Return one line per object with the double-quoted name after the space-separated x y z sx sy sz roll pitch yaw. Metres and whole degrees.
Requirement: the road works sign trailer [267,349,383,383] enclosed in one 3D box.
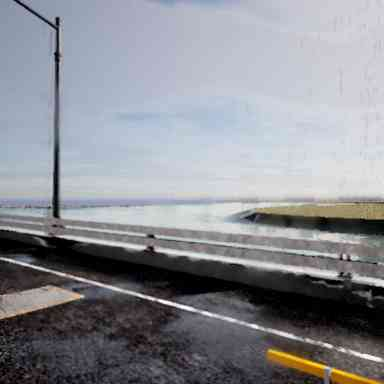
2.004 0.519 2.886 2.880 3.560 2.380 0 -1 38 "road works sign trailer"
